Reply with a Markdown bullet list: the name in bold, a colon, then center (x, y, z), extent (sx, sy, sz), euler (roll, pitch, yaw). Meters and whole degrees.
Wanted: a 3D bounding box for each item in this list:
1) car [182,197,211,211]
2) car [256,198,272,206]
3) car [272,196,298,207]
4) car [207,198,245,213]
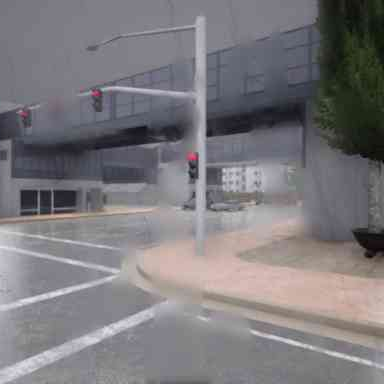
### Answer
- **car**: center (0.804, 1.343, 38.583), extent (2.097, 1.767, 4.553), euler (0, 0, 36)
- **car**: center (11.909, 1.584, 53.787), extent (1.994, 1.385, 4.181), euler (0, 0, 36)
- **car**: center (14.763, 1.410, 51.761), extent (2.097, 1.767, 4.553), euler (0, 0, 36)
- **car**: center (4.009, 1.593, 37.044), extent (1.895, 1.301, 4.718), euler (0, 0, 36)
